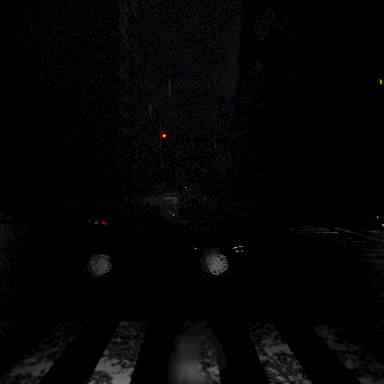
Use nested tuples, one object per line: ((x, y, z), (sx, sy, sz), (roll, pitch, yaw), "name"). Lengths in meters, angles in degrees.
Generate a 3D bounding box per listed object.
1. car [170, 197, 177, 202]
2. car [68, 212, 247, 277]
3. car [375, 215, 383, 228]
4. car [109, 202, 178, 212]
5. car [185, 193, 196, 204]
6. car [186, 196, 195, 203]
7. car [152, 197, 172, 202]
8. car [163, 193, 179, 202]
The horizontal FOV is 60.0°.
((-3.263, 1.592, 41.568), (1.895, 1.301, 4.718), (0, 0, 0), "car")
((-0.940, 1.474, 9.621), (5.008, 1.535, 1.882), (0, 0, 0), "car")
((13.487, 1.652, 19.613), (4.718, 1.301, 1.895), (0, 1, 0), "car")
((-2.943, 1.486, 17.614), (2.033, 1.411, 5.357), (1, 1, 39), "car")
((-0.123, 1.480, 62.586), (2.128, 1.511, 4.902), (0, 0, 0), "car")
((-0.244, 1.583, 73.033), (1.895, 1.301, 4.718), (0, 0, 0), "car")
((-3.222, 1.518, 31.607), (1.812, 1.442, 4.674), (0, 0, -1), "car")
((-3.287, 1.211, 52.158), (2.150, 2.045, 5.566), (0, 0, 0), "car")
